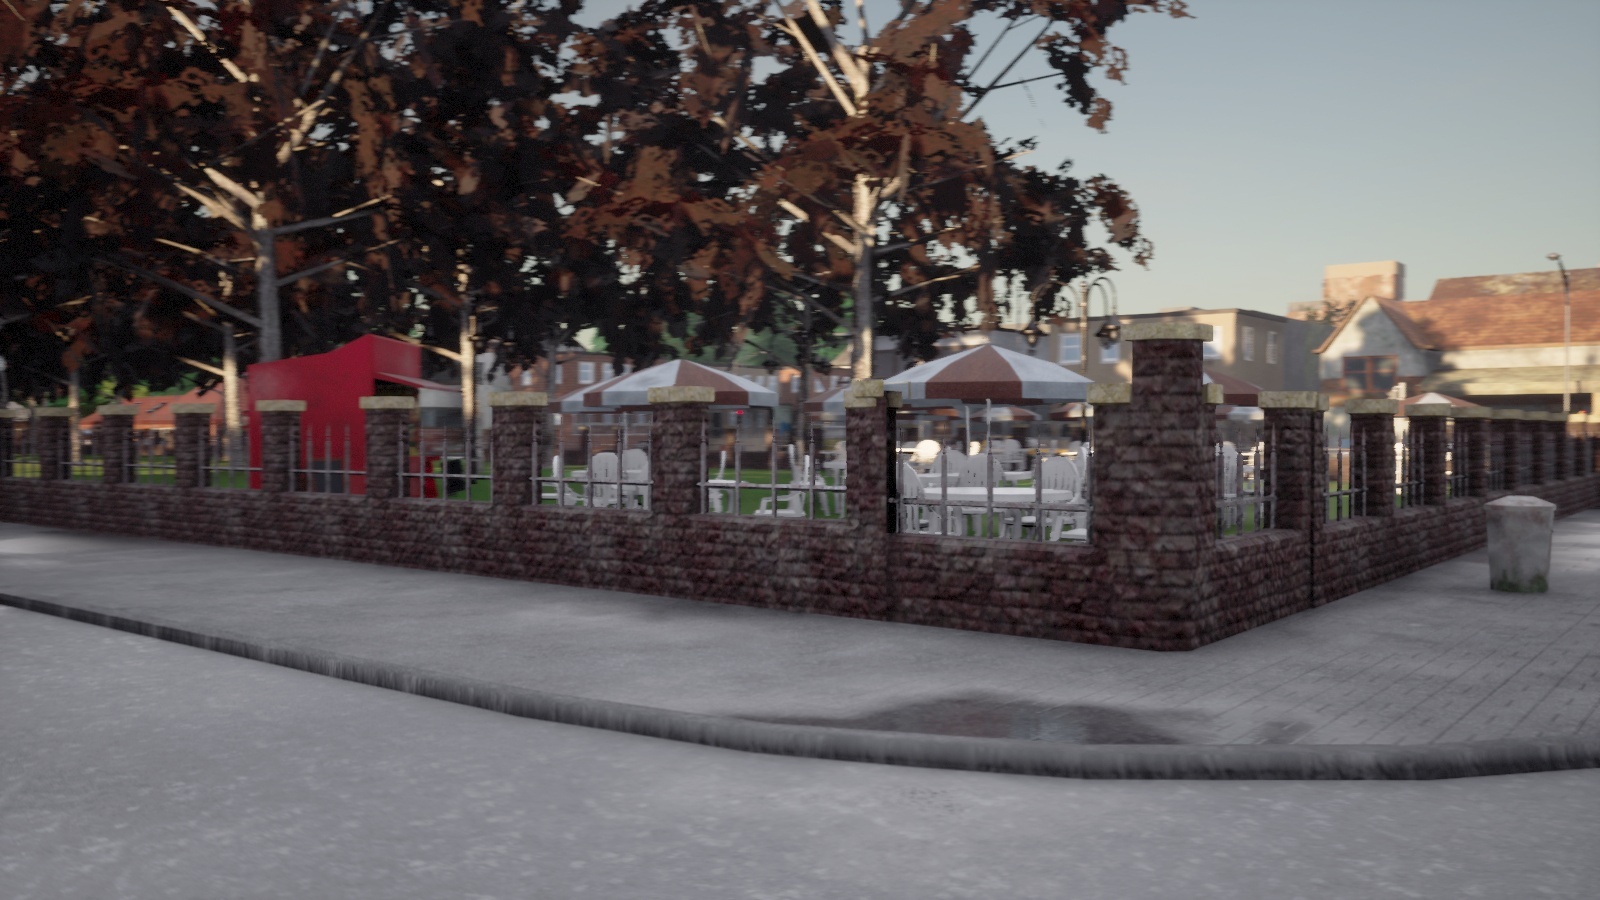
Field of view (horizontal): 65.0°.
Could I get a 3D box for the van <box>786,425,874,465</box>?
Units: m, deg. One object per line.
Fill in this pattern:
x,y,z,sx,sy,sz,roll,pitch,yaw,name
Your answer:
1.521,-0.291,65.437,4.442,1.987,1.775,1,1,39,van

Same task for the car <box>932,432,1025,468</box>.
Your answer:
8.485,-0.026,59.754,3.988,1.617,1.851,1,1,39,car

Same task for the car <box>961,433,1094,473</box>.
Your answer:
9.673,0.103,53.622,5.366,1.575,1.801,1,1,39,car
